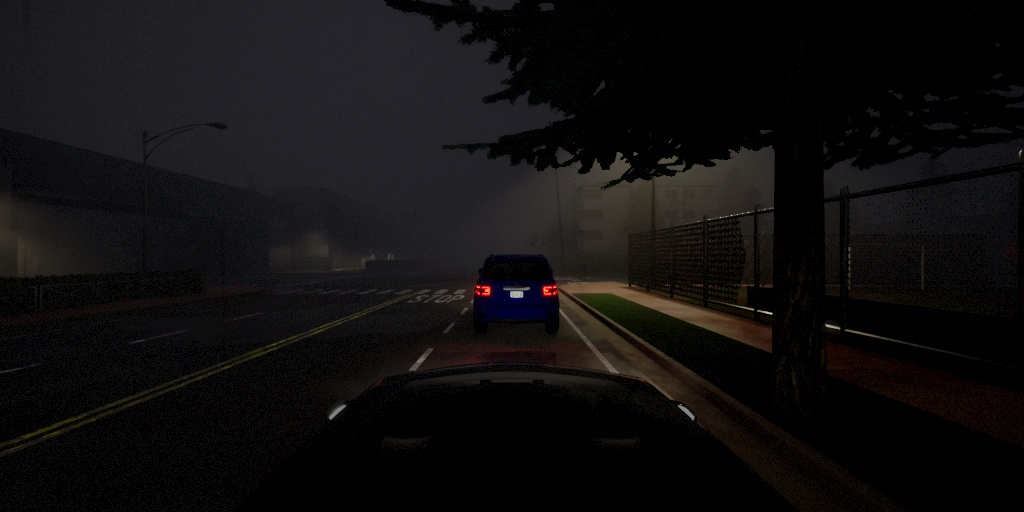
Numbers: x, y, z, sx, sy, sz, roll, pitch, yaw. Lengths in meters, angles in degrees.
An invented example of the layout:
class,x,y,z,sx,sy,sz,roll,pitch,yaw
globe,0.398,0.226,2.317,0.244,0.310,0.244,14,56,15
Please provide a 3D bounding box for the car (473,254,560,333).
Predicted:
class,x,y,z,sx,sy,sz,roll,pitch,yaw
car,0.112,0.972,10.878,2.150,2.045,5.566,0,0,0

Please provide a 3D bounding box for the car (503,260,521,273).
class,x,y,z,sx,sy,sz,roll,pitch,yaw
car,0.010,1.242,45.734,2.128,1.511,4.902,0,0,0
